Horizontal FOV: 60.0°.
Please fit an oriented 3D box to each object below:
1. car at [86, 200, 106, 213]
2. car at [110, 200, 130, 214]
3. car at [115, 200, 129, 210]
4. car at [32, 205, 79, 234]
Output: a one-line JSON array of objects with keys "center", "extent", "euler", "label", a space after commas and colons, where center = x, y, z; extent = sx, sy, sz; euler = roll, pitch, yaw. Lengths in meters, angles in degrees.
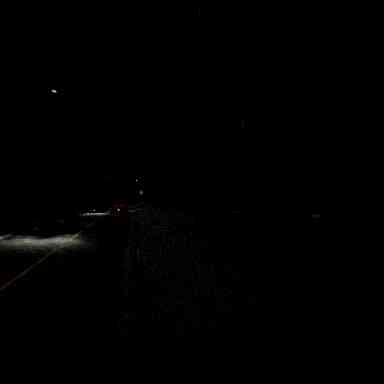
[{"center": [-11.485, 1.723, 40.101], "extent": [2.033, 1.411, 5.357], "euler": [0, 0, -9], "label": "car"}, {"center": [-8.258, 1.651, 37.994], "extent": [1.837, 1.490, 4.892], "euler": [0, 0, -9], "label": "car"}, {"center": [-10.088, 1.795, 48.303], "extent": [1.895, 1.301, 4.718], "euler": [0, 0, -10], "label": "car"}, {"center": [-8.134, 1.572, 20.231], "extent": [1.882, 1.535, 5.008], "euler": [0, 0, -10], "label": "car"}]
